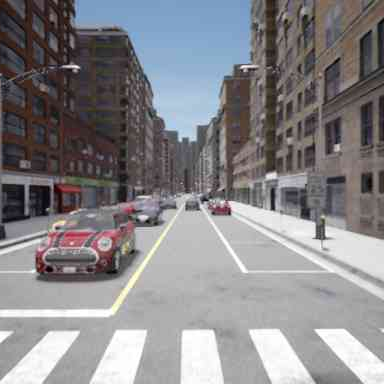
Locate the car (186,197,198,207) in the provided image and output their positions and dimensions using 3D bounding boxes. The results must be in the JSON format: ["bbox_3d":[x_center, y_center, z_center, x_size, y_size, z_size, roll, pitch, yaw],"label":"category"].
[{"bbox_3d":[0.004,1.572,52.248,1.812,1.442,4.674,0,0,0],"label":"car"}]

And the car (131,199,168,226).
[{"bbox_3d":[-3.095,1.505,23.474,2.128,1.511,4.902,0,0,0],"label":"car"}]

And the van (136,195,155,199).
[{"bbox_3d":[-5.667,1.373,39.076,1.690,1.788,3.998,0,0,0],"label":"van"}]

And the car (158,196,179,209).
[{"bbox_3d":[-3.016,1.601,44.418,1.994,1.385,4.181,0,0,1],"label":"car"}]

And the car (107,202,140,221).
[{"bbox_3d":[-5.667,1.565,28.174,1.887,1.381,4.507,0,0,0],"label":"car"}]

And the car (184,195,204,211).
[{"bbox_3d":[0.060,1.524,42.182,2.128,1.511,4.902,0,0,0],"label":"car"}]

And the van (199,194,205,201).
[{"bbox_3d":[2.863,1.459,93.594,1.690,1.788,3.998,0,0,0],"label":"van"}]

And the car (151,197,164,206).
[{"bbox_3d":[-5.665,1.580,55.258,1.752,1.417,4.829,0,0,0],"label":"car"}]

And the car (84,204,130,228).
[{"bbox_3d":[-5.668,1.566,22.723,2.008,1.369,4.403,0,0,0],"label":"car"}]

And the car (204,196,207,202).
[{"bbox_3d":[2.860,1.584,44.557,2.008,1.369,4.403,0,0,0],"label":"car"}]

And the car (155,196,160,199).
[{"bbox_3d":[-5.666,1.589,44.527,2.008,1.369,4.403,0,0,0],"label":"car"}]

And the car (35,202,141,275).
[{"bbox_3d":[-3.079,1.359,10.547,2.097,1.767,4.553,0,0,-1],"label":"car"}]

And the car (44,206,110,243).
[{"bbox_3d":[-5.668,1.537,17.103,1.752,1.417,4.829,0,0,0],"label":"car"}]

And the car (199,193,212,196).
[{"bbox_3d":[3.006,1.291,66.171,2.150,2.045,5.566,0,0,0],"label":"car"}]

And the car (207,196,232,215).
[{"bbox_3d":[2.858,1.460,33.660,1.967,1.590,4.097,0,0,0],"label":"car"}]
